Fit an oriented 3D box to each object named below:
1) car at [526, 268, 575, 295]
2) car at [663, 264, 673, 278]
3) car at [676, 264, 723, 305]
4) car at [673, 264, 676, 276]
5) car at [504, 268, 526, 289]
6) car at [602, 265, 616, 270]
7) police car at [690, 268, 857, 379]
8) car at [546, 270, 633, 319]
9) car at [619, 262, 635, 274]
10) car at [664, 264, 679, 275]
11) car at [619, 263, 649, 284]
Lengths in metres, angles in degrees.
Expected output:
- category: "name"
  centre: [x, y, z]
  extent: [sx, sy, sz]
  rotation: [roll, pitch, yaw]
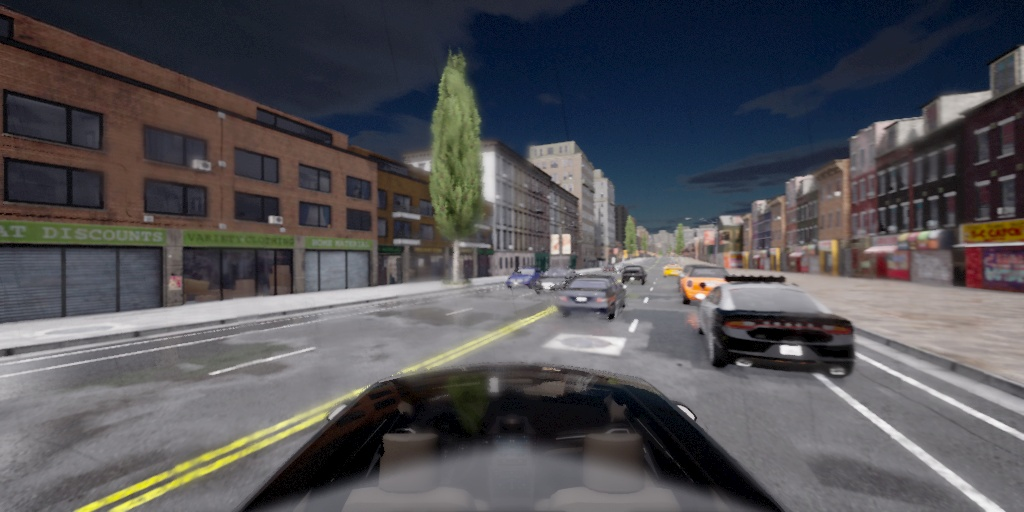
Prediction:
- category: "car"
  centre: [2.848, 1.472, 21.540]
  extent: [2.128, 1.511, 4.902]
  rotation: [-1, -1, 23]
- category: "car"
  centre: [18.641, 1.721, 41.576]
  extent: [1.882, 1.535, 5.008]
  rotation: [-1, -1, 24]
- category: "car"
  centre: [9.037, 1.236, 16.763]
  extent: [2.097, 1.767, 4.553]
  rotation: [-1, -1, 23]
- category: "car"
  centre: [11.401, 1.300, 22.279]
  extent: [2.097, 1.767, 4.553]
  rotation: [-1, -1, 23]
- category: "car"
  centre: [1.170, 1.575, 25.910]
  extent: [1.812, 1.442, 4.674]
  rotation: [-1, -1, 23]
- category: "car"
  centre: [17.084, 2.251, 62.865]
  extent: [1.994, 1.385, 4.181]
  rotation: [-1, -1, 24]
- category: "police car"
  centre: [5.153, 1.219, 7.699]
  extent: [1.930, 1.638, 5.238]
  rotation: [-1, -1, 23]
- category: "car"
  centre: [3.177, 1.424, 13.553]
  extent: [2.033, 1.411, 5.357]
  rotation: [-1, -1, 23]
- category: "car"
  centre: [18.901, 1.951, 58.916]
  extent: [2.097, 1.767, 4.553]
  rotation: [-1, -1, 24]
- category: "car"
  centre: [23.697, 1.950, 53.431]
  extent: [1.882, 1.535, 5.008]
  rotation: [-1, -1, 23]
- category: "car"
  centre: [10.446, 1.583, 30.517]
  extent: [1.837, 1.490, 4.892]
  rotation: [-1, -1, 23]
